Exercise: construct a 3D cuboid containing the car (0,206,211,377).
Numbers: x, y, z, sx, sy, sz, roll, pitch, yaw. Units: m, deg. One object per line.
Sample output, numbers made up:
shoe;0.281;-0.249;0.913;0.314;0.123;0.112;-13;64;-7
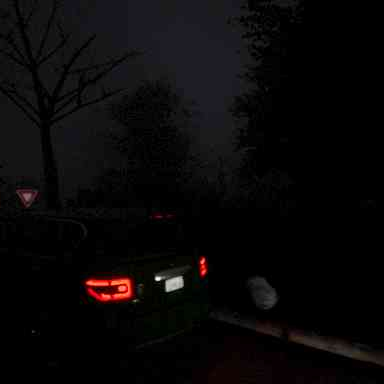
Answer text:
car;-2.234;1.280;5.938;5.566;2.045;2.150;-1;-1;41
